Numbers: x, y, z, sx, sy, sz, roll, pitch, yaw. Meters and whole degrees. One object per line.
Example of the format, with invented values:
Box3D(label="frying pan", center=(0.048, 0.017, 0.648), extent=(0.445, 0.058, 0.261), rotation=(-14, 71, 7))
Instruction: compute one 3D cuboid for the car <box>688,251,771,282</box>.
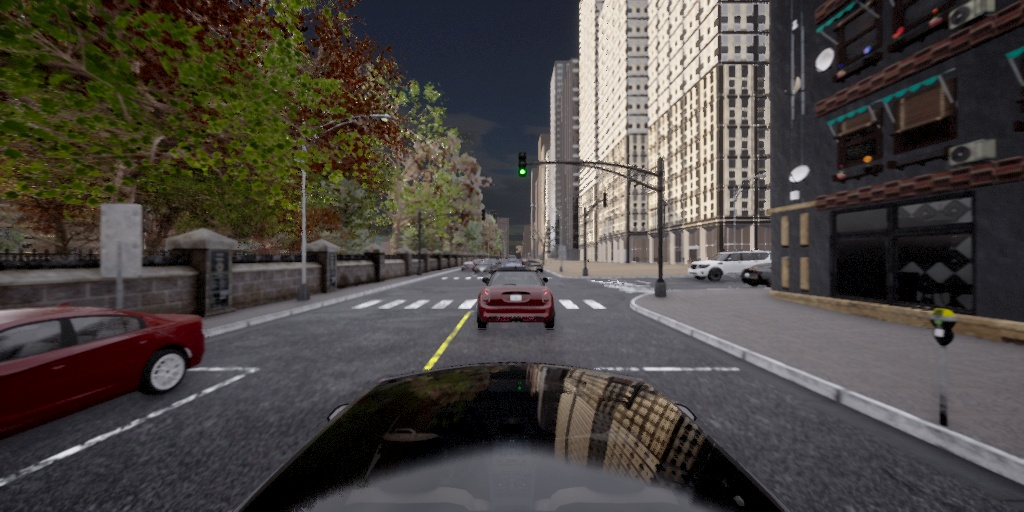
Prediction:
Box3D(label="car", center=(15.342, 0.676, 25.039), extent=(5.566, 2.045, 2.150), rotation=(-1, 0, 0))

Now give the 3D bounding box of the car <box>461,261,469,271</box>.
Box3D(label="car", center=(-5.683, 1.313, 47.459), extent=(1.802, 1.307, 4.207), rotation=(0, 0, 0))

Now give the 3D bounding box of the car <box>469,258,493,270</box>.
Box3D(label="car", center=(-3.078, 1.221, 39.681), extent=(2.128, 1.511, 4.902), rotation=(0, 0, 1))

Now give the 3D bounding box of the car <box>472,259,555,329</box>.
Box3D(label="car", center=(0.103, 1.095, 11.350), extent=(2.097, 1.767, 4.553), rotation=(0, 0, 0))

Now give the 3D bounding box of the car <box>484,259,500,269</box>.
Box3D(label="car", center=(-3.058, 1.223, 55.345), extent=(2.128, 1.511, 4.902), rotation=(0, 0, 0))

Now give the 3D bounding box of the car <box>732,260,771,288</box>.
Box3D(label="car", center=(14.688, 1.011, 19.240), extent=(4.313, 1.339, 1.948), rotation=(0, 0, 0))

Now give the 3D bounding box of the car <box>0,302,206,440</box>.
Box3D(label="car", center=(-5.820, 1.293, 3.909), extent=(1.888, 1.381, 4.507), rotation=(0, 0, 0))
